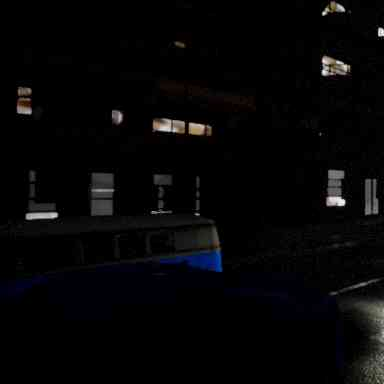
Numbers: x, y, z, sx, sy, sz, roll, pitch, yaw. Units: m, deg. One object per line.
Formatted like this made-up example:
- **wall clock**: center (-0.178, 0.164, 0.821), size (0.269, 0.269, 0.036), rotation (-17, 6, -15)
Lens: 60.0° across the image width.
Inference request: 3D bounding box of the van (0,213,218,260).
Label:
- **van**: center (-1.368, 1.296, 5.544), size (3.998, 1.788, 1.690), rotation (-1, 2, -34)

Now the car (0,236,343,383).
- **car**: center (-0.775, 1.455, 2.836), size (5.008, 1.535, 1.882), rotation (0, 1, -34)
